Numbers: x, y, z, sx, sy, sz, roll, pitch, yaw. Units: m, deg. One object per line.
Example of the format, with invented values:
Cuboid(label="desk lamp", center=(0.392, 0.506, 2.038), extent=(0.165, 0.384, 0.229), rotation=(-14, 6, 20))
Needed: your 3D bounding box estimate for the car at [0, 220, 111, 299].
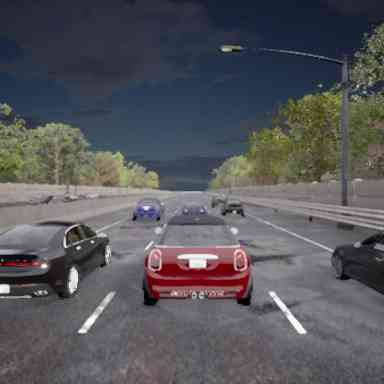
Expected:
Cuboid(label="car", center=(-3.392, 1.469, 8.352), extent=(1.837, 1.490, 4.892), rotation=(0, 0, 0))

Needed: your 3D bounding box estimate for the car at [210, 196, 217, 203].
Cuboid(label="car", center=(3.594, 1.334, 45.840), extent=(1.837, 1.490, 4.892), rotation=(0, 1, 1))

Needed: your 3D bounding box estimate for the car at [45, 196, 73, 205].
Cuboid(label="car", center=(-17.529, 1.325, 44.814), extent=(1.837, 1.490, 4.892), rotation=(0, 0, 0))

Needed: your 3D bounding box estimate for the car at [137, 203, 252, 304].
Cuboid(label="car", center=(0.108, 1.319, 8.208), extent=(2.097, 1.767, 4.553), rotation=(0, 0, 0))

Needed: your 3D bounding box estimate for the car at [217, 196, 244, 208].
Cuboid(label="car", center=(3.575, 1.391, 30.096), extent=(1.837, 1.490, 4.892), rotation=(0, 0, 1))

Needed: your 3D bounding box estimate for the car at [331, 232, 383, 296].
Cuboid(label="car", center=(4.557, 1.500, 6.852), extent=(1.812, 1.442, 4.674), rotation=(0, 0, 0))

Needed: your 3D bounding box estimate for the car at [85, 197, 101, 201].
Cuboid(label="car", center=(-14.023, 1.414, 47.267), extent=(1.895, 1.301, 4.718), rotation=(0, 0, 0))

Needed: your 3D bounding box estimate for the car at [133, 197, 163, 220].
Cuboid(label="car", center=(-3.371, 1.246, 26.675), extent=(2.097, 1.767, 4.553), rotation=(0, 0, 0))

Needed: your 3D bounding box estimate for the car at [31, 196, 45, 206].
Cuboid(label="car", center=(-21.011, 1.316, 47.139), extent=(1.837, 1.490, 4.892), rotation=(0, 0, 0))
